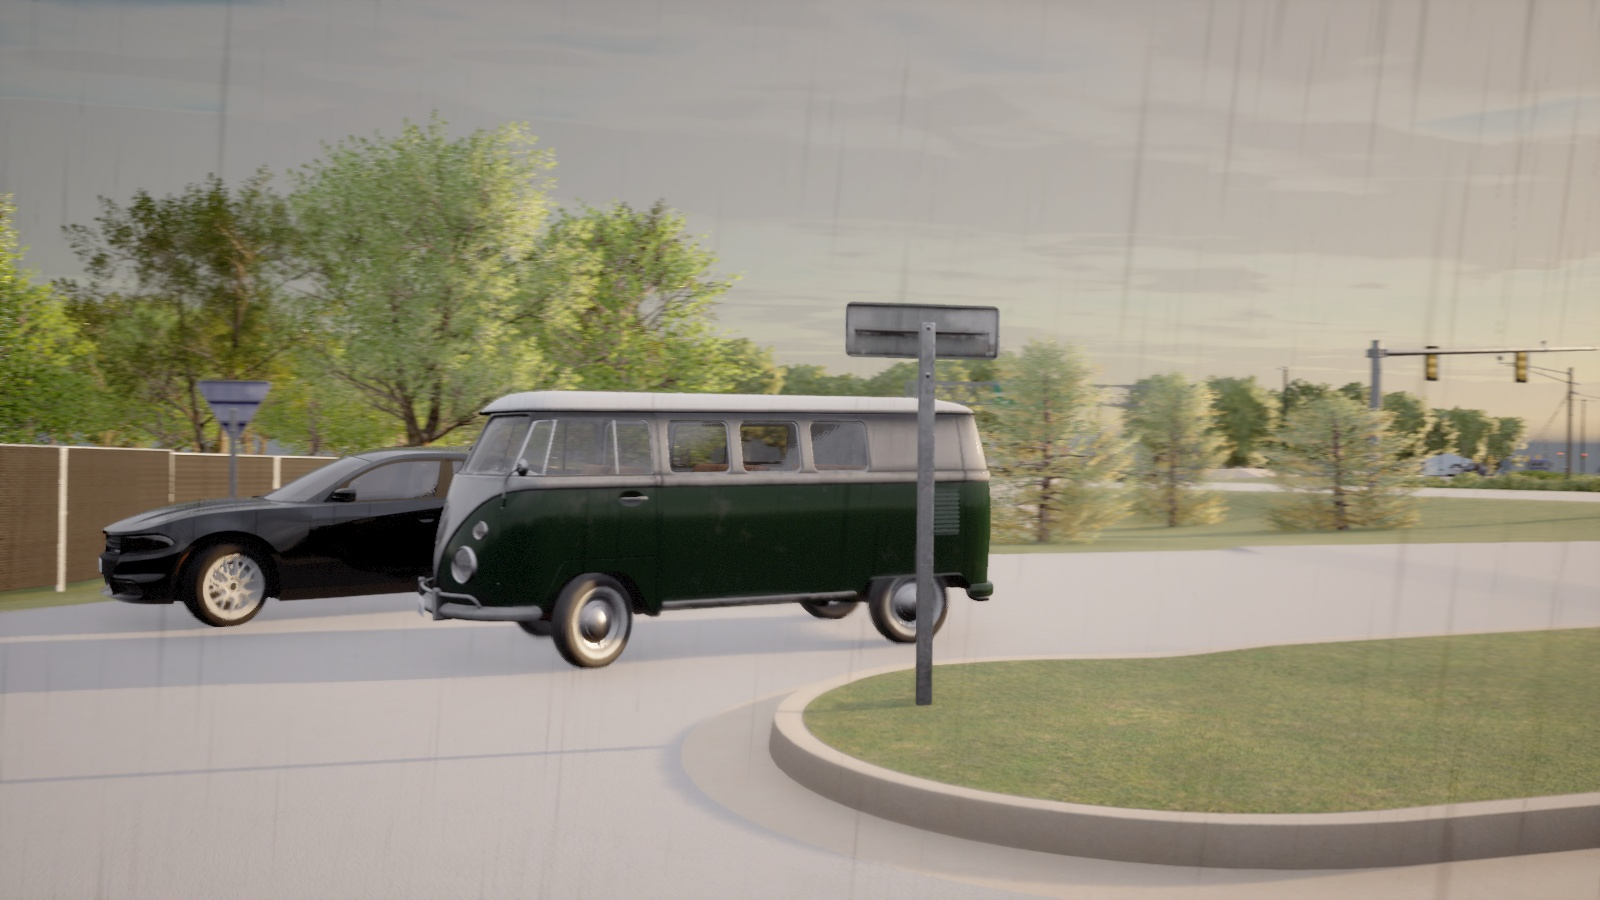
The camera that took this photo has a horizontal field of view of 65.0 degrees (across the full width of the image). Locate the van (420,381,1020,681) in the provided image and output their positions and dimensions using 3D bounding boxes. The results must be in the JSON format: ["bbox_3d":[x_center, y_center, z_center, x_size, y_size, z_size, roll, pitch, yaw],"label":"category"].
[{"bbox_3d":[-0.621,0.534,10.036,4.442,1.987,1.775,0,0,-24],"label":"van"}]

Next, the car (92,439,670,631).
[{"bbox_3d":[-3.942,0.686,12.200,5.008,1.535,1.882,0,0,-33],"label":"car"}]
